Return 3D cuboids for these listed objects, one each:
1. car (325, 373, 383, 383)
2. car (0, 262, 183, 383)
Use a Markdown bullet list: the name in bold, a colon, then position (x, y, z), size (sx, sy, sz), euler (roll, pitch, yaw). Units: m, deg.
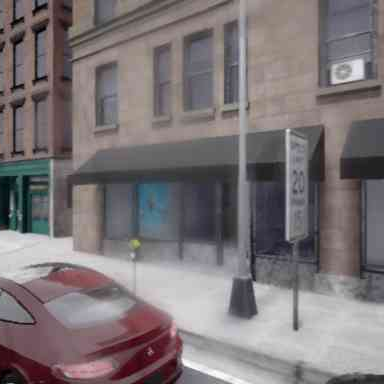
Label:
- **car**: position (2.365, 1.564, 1.122), size (4.313, 1.339, 1.947), euler (0, 0, 35)
- **car**: position (-2.042, 1.589, 4.265), size (4.206, 1.307, 1.802), euler (0, 0, 35)
